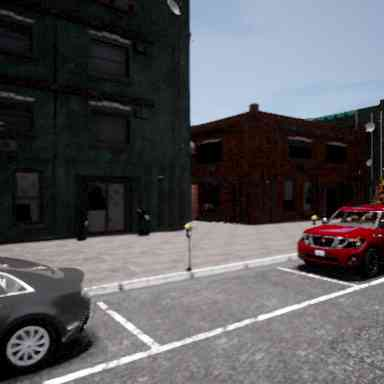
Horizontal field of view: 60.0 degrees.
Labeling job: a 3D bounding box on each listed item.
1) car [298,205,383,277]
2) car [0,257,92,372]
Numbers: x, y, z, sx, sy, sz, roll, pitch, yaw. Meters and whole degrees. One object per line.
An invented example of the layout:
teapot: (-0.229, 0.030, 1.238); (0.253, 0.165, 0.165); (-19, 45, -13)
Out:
car: (5.528, 1.354, 10.508); (5.009, 1.841, 2.192); (0, -1, -35)
car: (-3.506, 1.549, 4.062); (4.403, 1.369, 2.008); (0, -1, -35)
